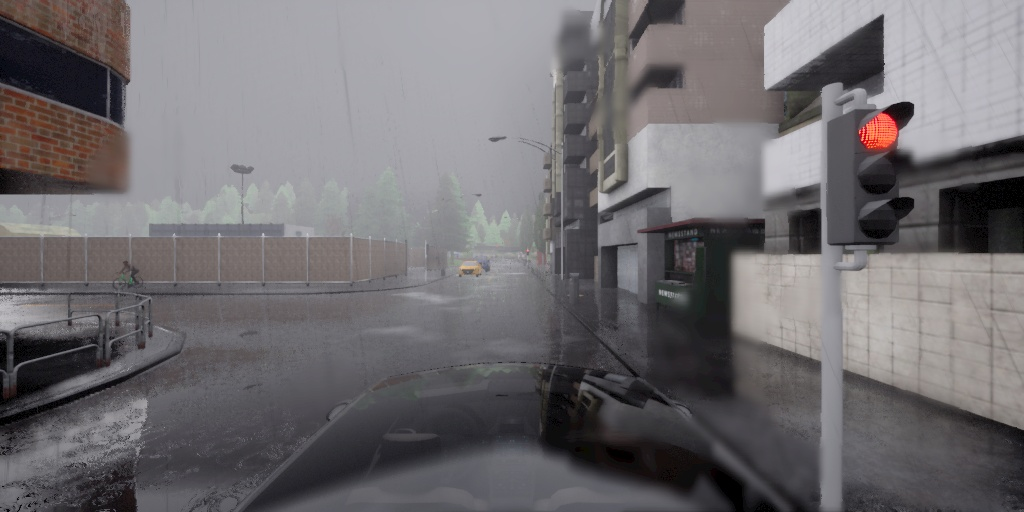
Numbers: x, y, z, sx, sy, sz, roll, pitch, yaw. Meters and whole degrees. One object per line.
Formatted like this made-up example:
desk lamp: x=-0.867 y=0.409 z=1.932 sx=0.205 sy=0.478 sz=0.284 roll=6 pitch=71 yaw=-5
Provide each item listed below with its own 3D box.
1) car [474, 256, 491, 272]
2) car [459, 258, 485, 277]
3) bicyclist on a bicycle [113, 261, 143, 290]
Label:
car: x=-4.083 y=0.977 z=47.164 sx=2.150 sy=2.045 sz=5.566 roll=0 pitch=0 yaw=0
car: x=-4.116 y=1.231 z=35.835 sx=1.882 sy=1.535 sz=5.008 roll=0 pitch=0 yaw=0
bicyclist on a bicycle: x=-22.184 y=1.101 z=20.737 sx=0.582 sy=1.620 sz=1.656 roll=0 pitch=0 yaw=0
